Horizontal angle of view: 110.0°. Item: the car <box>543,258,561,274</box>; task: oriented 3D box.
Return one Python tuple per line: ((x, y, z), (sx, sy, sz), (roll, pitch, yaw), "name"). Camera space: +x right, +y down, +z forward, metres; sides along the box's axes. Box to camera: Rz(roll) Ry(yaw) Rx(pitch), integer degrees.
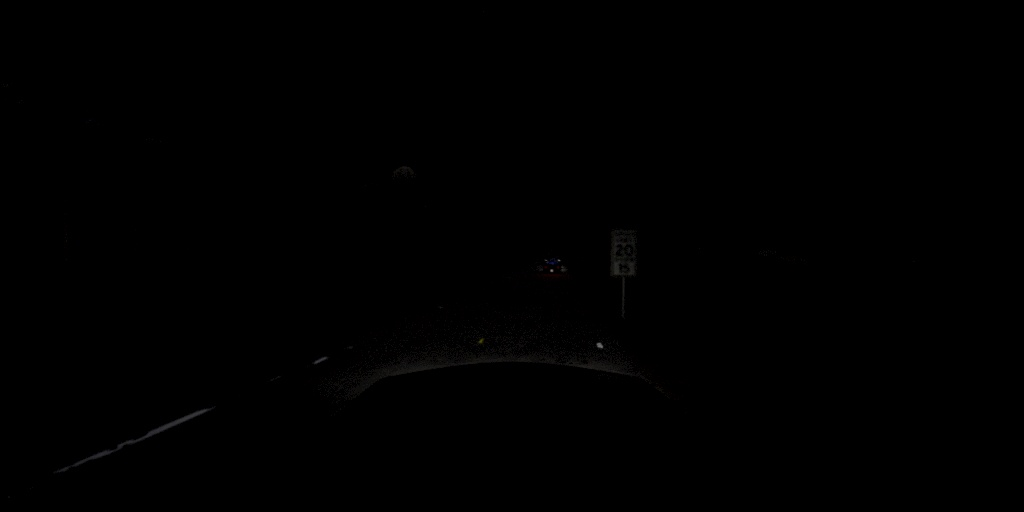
((4.256, 1.140, 37.958), (1.895, 1.301, 4.718), (0, 1, 7), "car")
